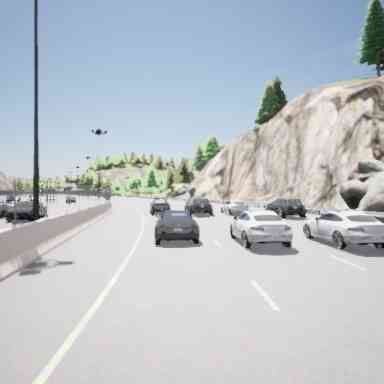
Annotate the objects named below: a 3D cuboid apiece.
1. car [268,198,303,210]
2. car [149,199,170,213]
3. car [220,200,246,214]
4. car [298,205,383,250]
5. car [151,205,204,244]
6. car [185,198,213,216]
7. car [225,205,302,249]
[{"bbox_3d":[8.109,1.301,29.258,2.097,1.767,4.553,0,0,-9],"label":"car"},{"bbox_3d":[-3.277,1.458,33.573,2.128,1.511,4.902,0,0,-11],"label":"car"},{"bbox_3d":[4.106,1.480,32.093,1.812,1.442,4.674,0,0,-10],"label":"car"},{"bbox_3d":[6.403,1.496,14.130,1.812,1.442,4.674,0,0,-4],"label":"car"},{"bbox_3d":[-0.780,1.547,15.923,1.994,1.385,4.181,0,0,-5],"label":"car"},{"bbox_3d":[0.558,1.313,31.997,2.097,1.767,4.553,0,0,-10],"label":"car"},{"bbox_3d":[2.871,1.503,14.473,1.812,1.442,4.674,0,0,-4],"label":"car"}]
